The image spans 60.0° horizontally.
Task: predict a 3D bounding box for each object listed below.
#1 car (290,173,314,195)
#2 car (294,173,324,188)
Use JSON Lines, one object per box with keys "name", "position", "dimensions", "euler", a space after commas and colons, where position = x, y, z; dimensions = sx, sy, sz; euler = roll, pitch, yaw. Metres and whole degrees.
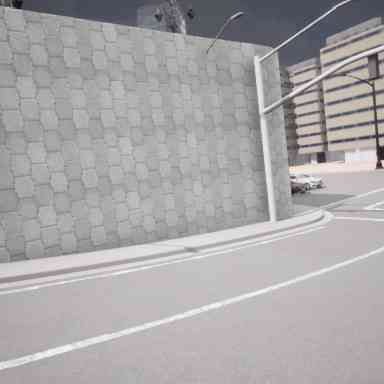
{"name": "car", "position": [7.357, -0.459, 27.865], "dimensions": [1.812, 1.442, 4.674], "euler": [-10, 6, -35]}
{"name": "car", "position": [9.709, -0.975, 30.507], "dimensions": [1.812, 1.442, 4.674], "euler": [-10, 6, -35]}
